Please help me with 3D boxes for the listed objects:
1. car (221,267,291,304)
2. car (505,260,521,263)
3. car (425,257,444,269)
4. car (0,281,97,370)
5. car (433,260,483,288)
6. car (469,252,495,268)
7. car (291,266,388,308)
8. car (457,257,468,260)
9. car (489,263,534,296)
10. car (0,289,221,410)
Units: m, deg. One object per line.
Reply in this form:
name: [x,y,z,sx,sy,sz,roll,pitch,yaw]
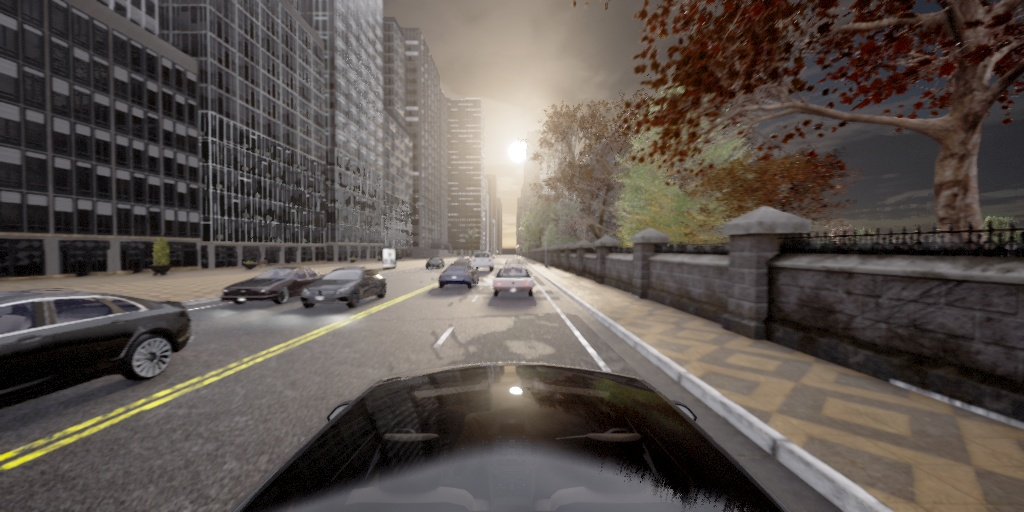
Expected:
car: [-9.792,1.174,15.677,2.033,1.411,5.357,0,0,1]
car: [0.099,1.046,37.345,1.895,1.301,4.718,0,0,0]
car: [-9.792,0.877,46.072,1.837,1.490,4.892,0,1,0]
car: [-9.842,1.267,4.941,2.033,1.411,5.357,0,0,0]
car: [-3.157,1.137,21.969,1.994,1.385,4.181,0,0,2]
car: [-3.135,0.634,40.262,2.150,2.045,5.566,0,-1,0]
car: [-6.551,1.162,14.587,1.812,1.442,4.674,0,0,0]
car: [-6.521,0.904,48.115,2.033,1.411,5.357,0,0,1]
car: [0.067,1.210,17.972,1.895,1.301,4.718,0,0,0]
car: [-6.590,1.218,4.295,2.128,1.511,4.902,0,0,0]
